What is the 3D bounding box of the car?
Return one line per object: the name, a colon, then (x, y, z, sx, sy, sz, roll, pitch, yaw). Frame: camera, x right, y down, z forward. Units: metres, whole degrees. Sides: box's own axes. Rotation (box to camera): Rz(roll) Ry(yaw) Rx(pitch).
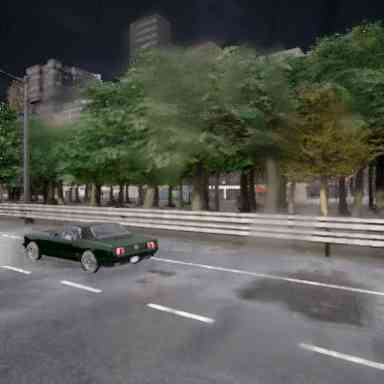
car: (-3.411, 1.602, 10.608, 4.718, 1.301, 1.895, 0, 0, 36)
